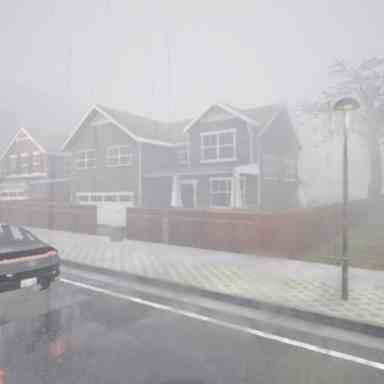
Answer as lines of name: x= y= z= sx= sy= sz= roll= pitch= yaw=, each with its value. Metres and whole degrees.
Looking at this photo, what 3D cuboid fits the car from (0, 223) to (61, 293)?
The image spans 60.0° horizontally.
car: x=-4.988 y=1.441 z=7.554 sx=4.902 sy=1.511 sz=2.128 roll=0 pitch=0 yaw=35
